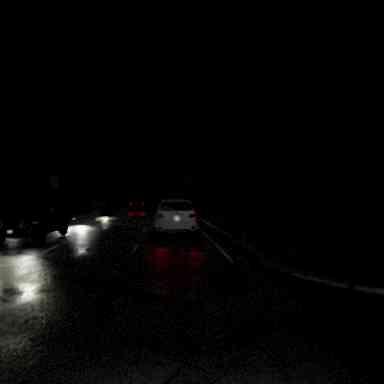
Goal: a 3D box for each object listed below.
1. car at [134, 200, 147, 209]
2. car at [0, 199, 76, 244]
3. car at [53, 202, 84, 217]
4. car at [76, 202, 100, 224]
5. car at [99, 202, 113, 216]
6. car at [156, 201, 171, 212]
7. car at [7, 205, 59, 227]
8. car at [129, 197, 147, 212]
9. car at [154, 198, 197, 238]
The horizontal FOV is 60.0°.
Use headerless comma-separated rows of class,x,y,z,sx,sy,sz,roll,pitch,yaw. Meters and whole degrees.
car,-8.658,2.146,56.639,1.994,1.385,4.181,0,-1,-6
car,-8.004,1.371,17.054,2.150,2.045,5.566,0,0,-4
car,-13.486,1.885,36.673,2.033,1.411,5.357,0,-1,-6
car,-8.867,1.789,26.428,1.994,1.385,4.181,0,0,-6
car,-9.985,1.808,36.867,1.882,1.535,5.008,0,-1,-6
car,-4.050,1.979,46.796,2.033,1.411,5.357,0,-1,-6
car,-12.373,1.780,26.358,2.033,1.411,5.357,0,0,-6
car,-7.521,1.657,46.323,2.150,2.045,5.566,0,-1,-6
car,-0.964,1.367,18.753,2.150,2.045,5.566,0,0,-5
